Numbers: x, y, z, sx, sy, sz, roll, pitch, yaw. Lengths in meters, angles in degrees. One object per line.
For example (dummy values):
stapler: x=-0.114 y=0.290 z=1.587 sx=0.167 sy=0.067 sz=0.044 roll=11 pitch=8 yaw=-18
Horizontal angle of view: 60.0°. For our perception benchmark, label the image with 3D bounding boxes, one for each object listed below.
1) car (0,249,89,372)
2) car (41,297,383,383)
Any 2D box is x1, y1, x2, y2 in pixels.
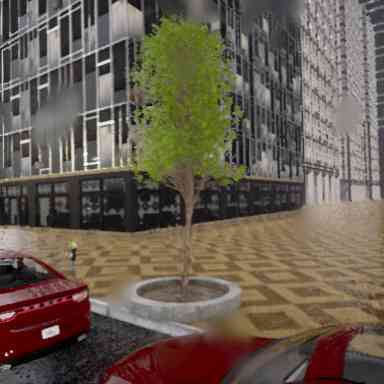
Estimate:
car: x=-3.547 y=1.606 z=5.381 sx=4.507 sy=1.381 sz=1.887 roll=-1 pitch=-2 yaw=36
car: x=1.092 y=1.584 z=2.072 sx=4.206 sy=1.307 sz=1.802 roll=-1 pitch=-2 yaw=36
